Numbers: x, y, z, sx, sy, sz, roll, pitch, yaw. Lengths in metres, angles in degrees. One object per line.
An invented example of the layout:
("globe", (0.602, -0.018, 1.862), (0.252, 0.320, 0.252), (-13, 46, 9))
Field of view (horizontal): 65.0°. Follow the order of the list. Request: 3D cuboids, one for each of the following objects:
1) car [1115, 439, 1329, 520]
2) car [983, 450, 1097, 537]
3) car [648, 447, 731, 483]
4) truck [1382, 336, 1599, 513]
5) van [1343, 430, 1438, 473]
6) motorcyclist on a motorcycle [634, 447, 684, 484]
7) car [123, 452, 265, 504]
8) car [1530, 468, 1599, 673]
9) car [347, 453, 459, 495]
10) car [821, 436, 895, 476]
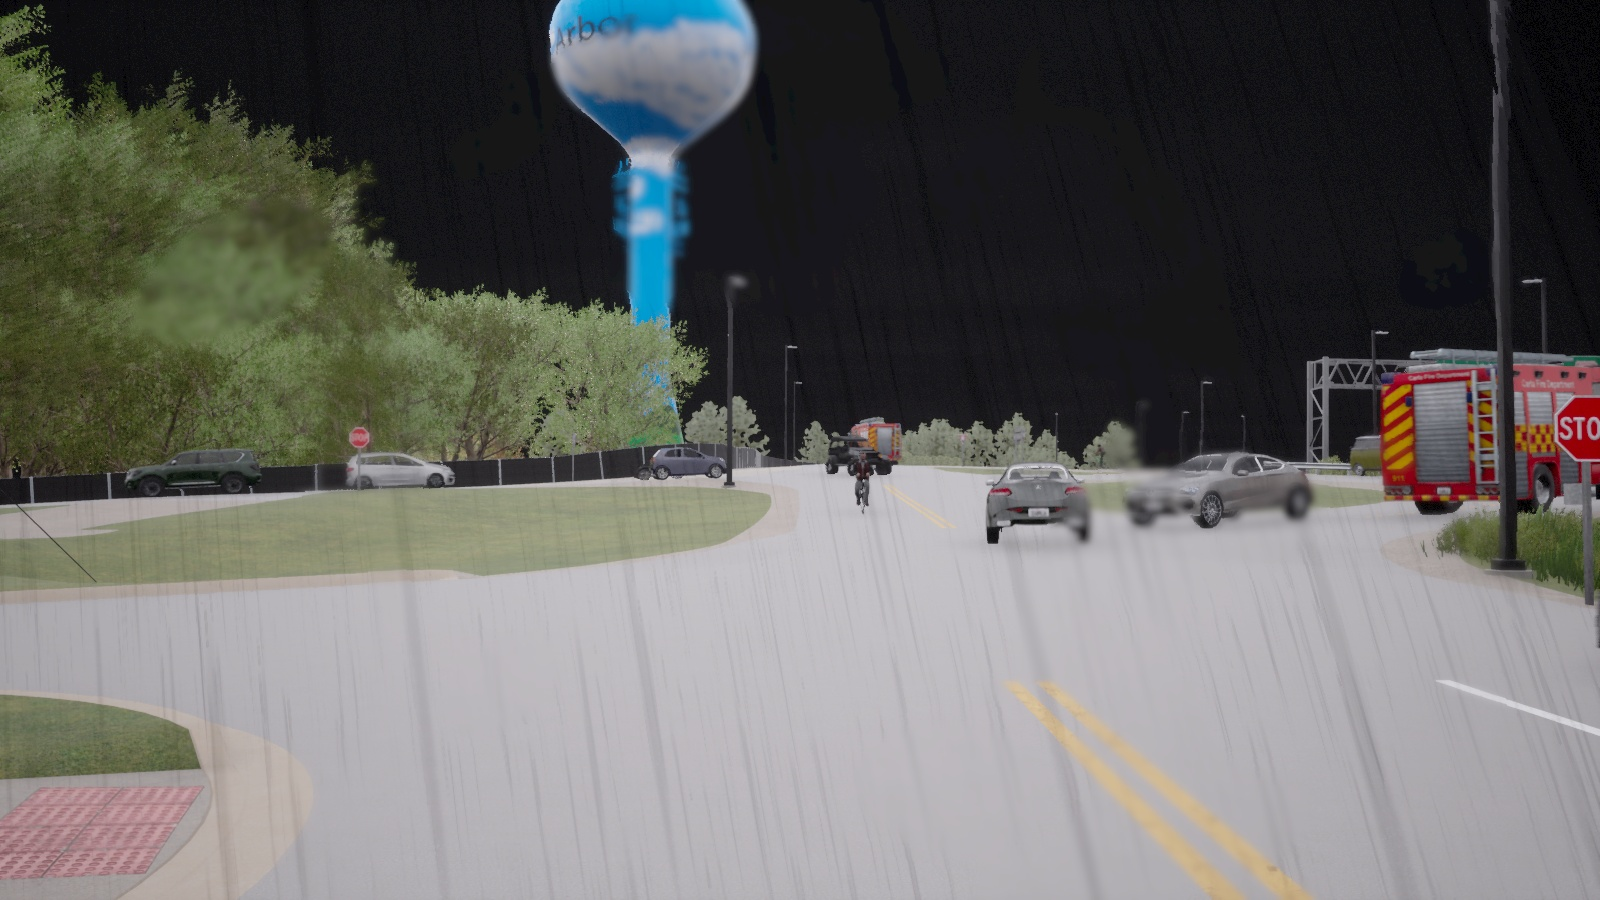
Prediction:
("car", (9.982, 0.681, 29.587), (5.027, 1.651, 2.152), (-2, -1, -35))
("car", (5.121, 0.870, 27.192), (2.152, 1.651, 5.027), (-2, 0, 9))
("car", (-5.185, 0.686, 58.759), (3.633, 1.501, 1.845), (-2, 0, -13))
("truck", (18.072, -0.609, 30.752), (8.468, 3.827, 2.891), (-2, -1, -35))
("van", (28.096, 0.084, 59.922), (1.775, 1.987, 4.442), (0, 0, -12))
("motorcyclist on a motorcycle", (-6.950, 0.761, 61.819), (2.350, 1.649, 0.766), (-3, -2, -7))
("car", (-27.119, 1.250, 56.262), (5.566, 2.045, 2.150), (-2, -1, -28))
("car", (6.968, 0.864, 7.674), (2.128, 1.511, 4.902), (0, -1, 0))
("car", (-17.649, 1.037, 56.029), (4.611, 1.667, 2.242), (-2, 1, -15))
("car", (2.810, 0.264, 61.574), (1.905, 1.878, 3.866), (-1, 1, -28))
